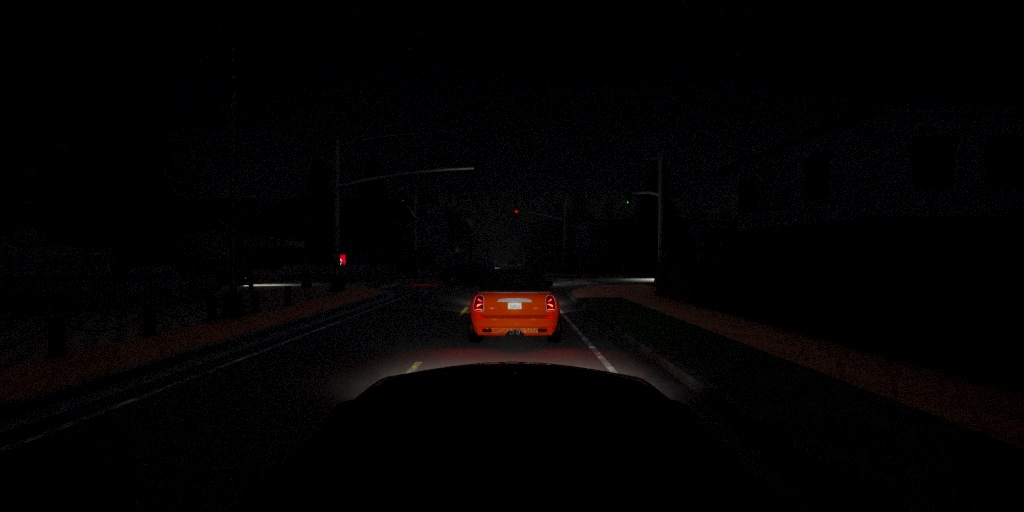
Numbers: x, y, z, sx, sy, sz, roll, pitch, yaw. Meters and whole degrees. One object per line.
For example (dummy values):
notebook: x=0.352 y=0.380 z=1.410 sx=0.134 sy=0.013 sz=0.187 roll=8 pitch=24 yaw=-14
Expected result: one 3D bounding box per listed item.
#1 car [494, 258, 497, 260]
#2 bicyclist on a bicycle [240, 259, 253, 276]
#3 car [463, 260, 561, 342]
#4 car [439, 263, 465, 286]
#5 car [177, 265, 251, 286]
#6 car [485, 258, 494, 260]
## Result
car: x=-3.588 y=1.241 z=54.207 sx=2.128 sy=1.511 sz=4.902 roll=0 pitch=0 yaw=0
bicyclist on a bicycle: x=-23.556 y=1.066 z=31.764 sx=0.582 sy=1.620 sz=1.656 roll=0 pitch=0 yaw=-2
car: x=0.072 y=1.102 z=9.904 sx=2.097 sy=1.767 sz=4.553 roll=0 pitch=0 yaw=0
car: x=-2.553 y=1.228 z=25.189 sx=5.008 sy=1.535 sz=1.882 roll=0 pitch=0 yaw=-4
car: x=-20.157 y=1.329 z=24.381 sx=4.181 sy=1.385 sz=1.994 roll=0 pitch=0 yaw=-2
car: x=-3.595 y=1.228 z=44.746 sx=1.882 sy=1.535 sz=5.008 roll=0 pitch=0 yaw=0
